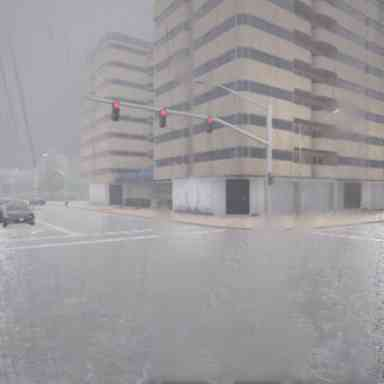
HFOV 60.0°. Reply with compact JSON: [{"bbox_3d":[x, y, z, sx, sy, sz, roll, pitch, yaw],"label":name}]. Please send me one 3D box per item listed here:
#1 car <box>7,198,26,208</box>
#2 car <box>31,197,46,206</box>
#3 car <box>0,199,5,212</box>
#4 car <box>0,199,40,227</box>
[{"bbox_3d":[-25.900,1.564,49.138,1.994,1.385,4.181,0,0,-35],"label":"car"},{"bbox_3d":[-25.046,1.525,54.026,1.812,1.442,4.674,0,0,-35],"label":"car"},{"bbox_3d":[-23.118,1.564,38.706,1.994,1.385,4.181,0,0,-35],"label":"car"},{"bbox_3d":[-12.115,1.505,22.932,1.837,1.490,4.892,0,0,-35],"label":"car"}]
